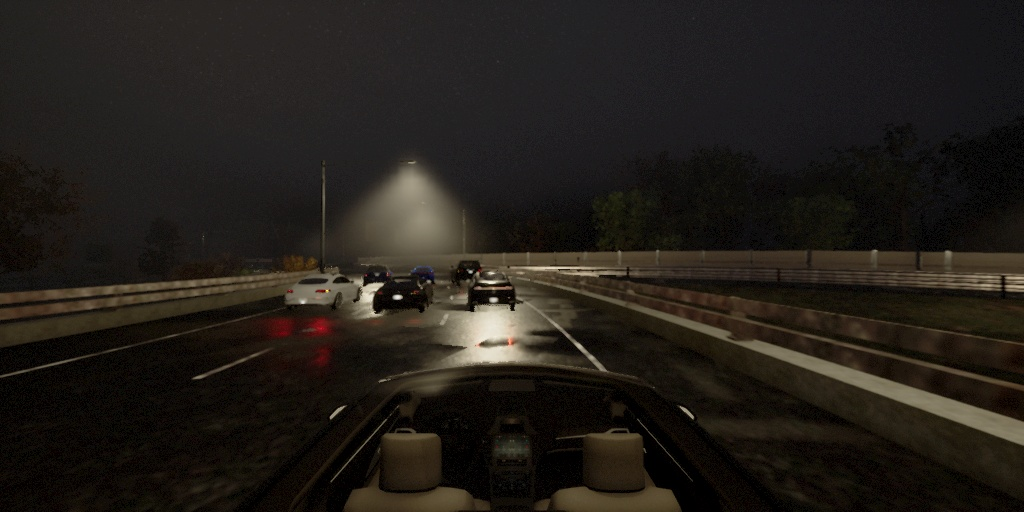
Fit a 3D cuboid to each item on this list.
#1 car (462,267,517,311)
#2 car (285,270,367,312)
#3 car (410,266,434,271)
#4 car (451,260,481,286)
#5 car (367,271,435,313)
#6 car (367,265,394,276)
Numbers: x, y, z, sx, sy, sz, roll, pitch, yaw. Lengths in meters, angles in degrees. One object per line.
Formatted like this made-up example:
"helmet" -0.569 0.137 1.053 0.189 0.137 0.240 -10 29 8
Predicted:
"car" -0.960 1.426 15.482 2.128 1.511 4.902 0 -1 -7
"car" -8.019 1.488 15.549 1.812 1.442 4.674 0 -1 -7
"car" -7.906 1.652 31.727 1.882 1.535 5.008 0 0 -16
"car" -3.884 1.364 30.345 2.150 2.045 5.566 0 -1 -15
"car" -4.449 1.509 15.187 1.994 1.385 4.181 0 -1 -7
"car" -10.978 1.512 29.712 2.097 1.767 4.553 0 -1 -15
